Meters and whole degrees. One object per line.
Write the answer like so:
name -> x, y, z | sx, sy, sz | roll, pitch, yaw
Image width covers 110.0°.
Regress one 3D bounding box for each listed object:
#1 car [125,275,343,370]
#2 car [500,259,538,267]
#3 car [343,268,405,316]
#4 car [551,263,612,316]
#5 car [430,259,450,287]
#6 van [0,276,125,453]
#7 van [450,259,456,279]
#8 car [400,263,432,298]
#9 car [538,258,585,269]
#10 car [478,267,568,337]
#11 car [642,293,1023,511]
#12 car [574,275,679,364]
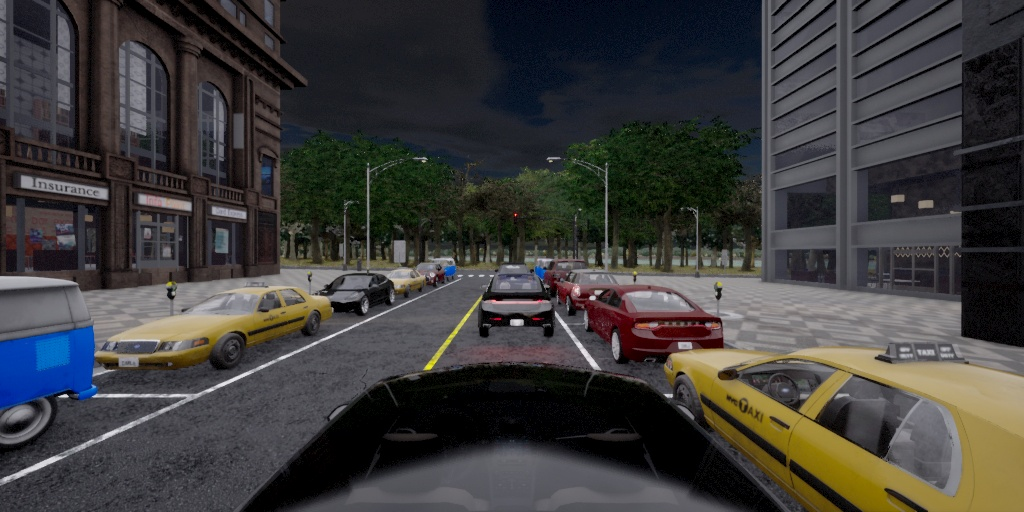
car -> -5.756, 1.275, 7.796 | 1.751, 1.417, 4.829 | 0, 0, 0
car -> 0.122, 1.104, 19.234 | 2.097, 1.767, 4.553 | 0, 0, 1
car -> -5.749, 1.316, 13.403 | 1.948, 1.339, 4.313 | 0, 0, 0
car -> 2.776, 1.190, 13.393 | 1.967, 1.591, 4.097 | 0, 0, 0
car -> -5.736, 1.192, 24.278 | 1.967, 1.591, 4.097 | 0, 0, 0
van -> -5.762, 1.091, 2.529 | 1.690, 1.789, 3.998 | 0, 0, 0
van -> -5.729, 1.095, 29.716 | 1.690, 1.789, 3.998 | 0, 0, 0
car -> -5.743, 1.277, 18.671 | 1.751, 1.417, 4.829 | 0, 0, 0
car -> 2.783, 1.066, 18.831 | 2.192, 1.841, 5.009 | 0, 0, 0
car -> 0.111, 1.242, 10.269 | 2.128, 1.511, 4.902 | 0, 0, 0
car -> 2.763, 1.275, 2.688 | 1.751, 1.417, 4.829 | 0, 0, 0
car -> 2.769, 1.295, 7.956 | 1.888, 1.381, 4.507 | 0, 0, 0
